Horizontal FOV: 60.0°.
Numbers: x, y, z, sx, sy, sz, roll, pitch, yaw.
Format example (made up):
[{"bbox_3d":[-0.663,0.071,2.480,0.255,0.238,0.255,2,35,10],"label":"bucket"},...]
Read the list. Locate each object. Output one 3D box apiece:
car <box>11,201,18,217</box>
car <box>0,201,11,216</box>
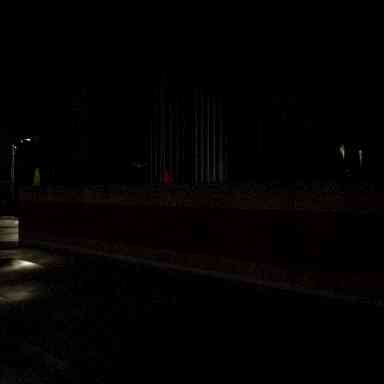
[{"bbox_3d":[-12.280,1.603,28.845,2.033,1.411,5.357,0,0,37],"label":"car"},{"bbox_3d":[-16.437,1.547,29.125,2.128,1.511,4.902,0,0,37],"label":"car"}]
